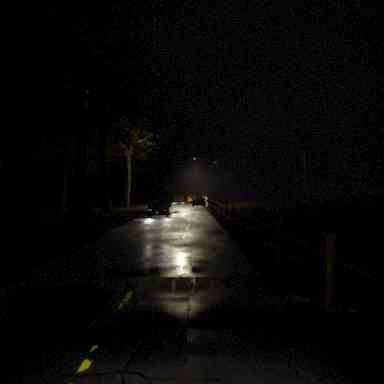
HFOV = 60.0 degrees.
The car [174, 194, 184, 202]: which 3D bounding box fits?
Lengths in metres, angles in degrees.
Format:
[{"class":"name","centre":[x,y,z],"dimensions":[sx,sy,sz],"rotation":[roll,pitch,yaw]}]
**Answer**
[{"class":"car","centre":[-2.764,1.328,71.927],"dimensions":[2.097,1.767,4.553],"rotation":[0,0,0]}]

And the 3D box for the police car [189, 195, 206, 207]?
[{"class":"police car","centre":[0.953,1.353,48.535],"dimensions":[1.930,1.638,5.238],"rotation":[0,0,0]}]

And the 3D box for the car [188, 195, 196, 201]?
[{"class":"car","centre":[-0.016,1.514,84.116],"dimensions":[2.033,1.411,5.357],"rotation":[0,-1,0]}]

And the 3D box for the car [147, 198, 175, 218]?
[{"class":"car","centre":[-2.854,1.439,29.788],"dimensions":[1.837,1.490,4.892],"rotation":[0,0,0]}]

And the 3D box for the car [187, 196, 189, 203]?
[{"class":"car","centre":[-0.013,1.436,66.301],"dimensions":[1.882,1.535,5.008],"rotation":[0,0,0]}]
